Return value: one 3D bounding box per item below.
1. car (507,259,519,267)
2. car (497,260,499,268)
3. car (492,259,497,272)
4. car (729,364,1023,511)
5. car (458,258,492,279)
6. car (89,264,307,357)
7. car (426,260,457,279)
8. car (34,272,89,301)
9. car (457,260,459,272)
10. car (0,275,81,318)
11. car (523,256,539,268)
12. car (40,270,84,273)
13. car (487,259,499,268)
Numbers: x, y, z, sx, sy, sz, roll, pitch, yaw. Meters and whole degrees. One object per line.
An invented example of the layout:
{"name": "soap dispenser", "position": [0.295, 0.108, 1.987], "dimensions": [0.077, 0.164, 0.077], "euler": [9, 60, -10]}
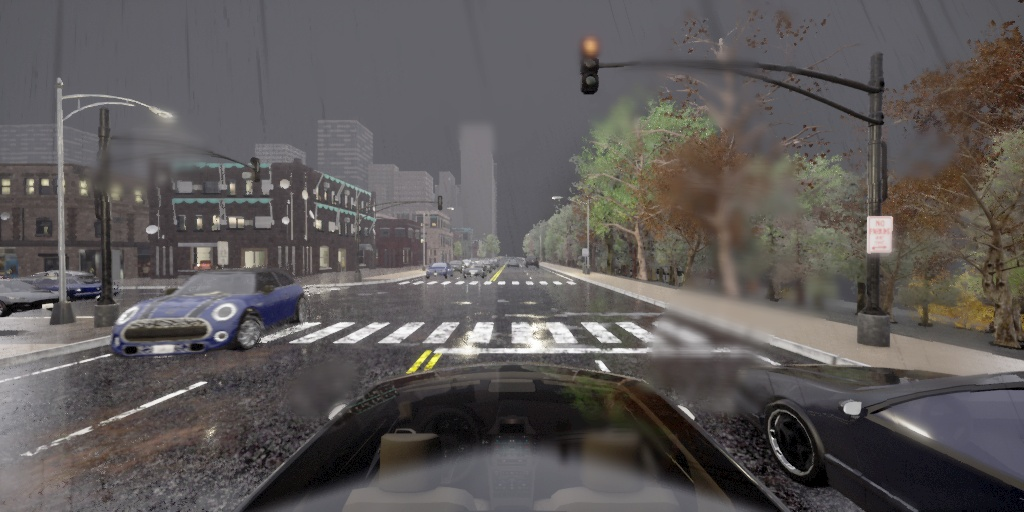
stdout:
{"name": "car", "position": [0.189, 1.291, 63.275], "dimensions": [1.994, 1.385, 4.181], "euler": [0, 0, 0]}
{"name": "car", "position": [-3.270, 1.222, 51.816], "dimensions": [2.128, 1.511, 4.902], "euler": [0, 0, 0]}
{"name": "car", "position": [-3.285, 1.228, 42.414], "dimensions": [2.128, 1.511, 4.902], "euler": [0, 0, 0]}
{"name": "car", "position": [3.350, 1.297, 1.544], "dimensions": [2.033, 1.411, 5.357], "euler": [0, 0, 0]}
{"name": "car", "position": [-3.300, 1.232, 33.009], "dimensions": [2.128, 1.511, 4.902], "euler": [0, 0, 0]}
{"name": "car", "position": [-6.792, 1.101, 8.708], "dimensions": [2.097, 1.767, 4.553], "euler": [0, 0, -12]}
{"name": "car", "position": [-6.552, 1.266, 33.022], "dimensions": [1.812, 1.442, 4.674], "euler": [0, 0, 0]}
{"name": "car", "position": [-21.105, 1.586, 16.433], "dimensions": [4.718, 1.301, 1.895], "euler": [-1, 1, 0]}
{"name": "car", "position": [-6.537, 1.241, 42.282], "dimensions": [1.837, 1.490, 4.892], "euler": [0, 0, 0]}
{"name": "car", "position": [-19.930, 1.565, 13.725], "dimensions": [4.313, 1.339, 1.948], "euler": [0, 0, 0]}
{"name": "car", "position": [3.433, 0.950, 62.111], "dimensions": [2.150, 2.045, 5.566], "euler": [0, 0, 0]}
{"name": "car", "position": [-28.252, 1.560, 22.249], "dimensions": [4.403, 1.370, 2.007], "euler": [0, 0, 0]}
{"name": "car", "position": [-3.223, 1.253, 62.739], "dimensions": [1.812, 1.442, 4.674], "euler": [0, 0, 1]}
